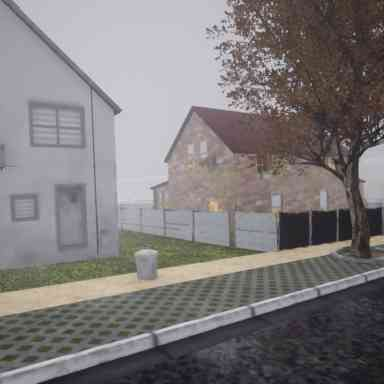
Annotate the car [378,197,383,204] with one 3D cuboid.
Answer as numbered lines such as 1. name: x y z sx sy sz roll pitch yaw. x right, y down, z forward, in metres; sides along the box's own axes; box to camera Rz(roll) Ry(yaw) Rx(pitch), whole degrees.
1. car: 38.491 1.658 64.930 1.994 1.385 4.181 -2 0 0

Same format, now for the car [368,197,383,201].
1. car: 31.864 1.861 55.321 1.895 1.301 4.718 -2 0 1

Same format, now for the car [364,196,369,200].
1. car: 35.231 1.765 63.563 1.994 1.385 4.181 -2 0 0
